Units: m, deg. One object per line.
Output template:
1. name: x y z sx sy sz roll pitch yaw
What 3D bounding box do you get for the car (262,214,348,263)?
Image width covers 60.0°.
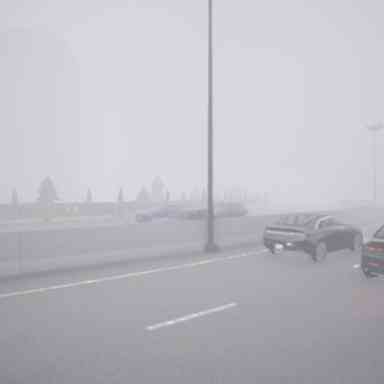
1. car: 4.624 1.556 12.359 4.902 1.511 2.128 0 0 -42

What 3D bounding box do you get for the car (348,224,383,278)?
1. car: 6.400 1.553 9.253 4.892 1.490 1.837 0 0 -42

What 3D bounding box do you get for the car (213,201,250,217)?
1. car: 2.384 1.482 25.092 2.097 1.767 4.553 0 0 43

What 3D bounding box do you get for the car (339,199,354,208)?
1. car: 24.145 1.739 52.218 1.994 1.385 4.181 0 0 22

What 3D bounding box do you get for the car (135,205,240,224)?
1. car: -0.131 1.639 17.637 5.357 1.411 2.033 0 0 -43

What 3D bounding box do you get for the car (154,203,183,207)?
1. car: -2.032 1.610 25.536 1.882 1.535 5.008 0 0 45
